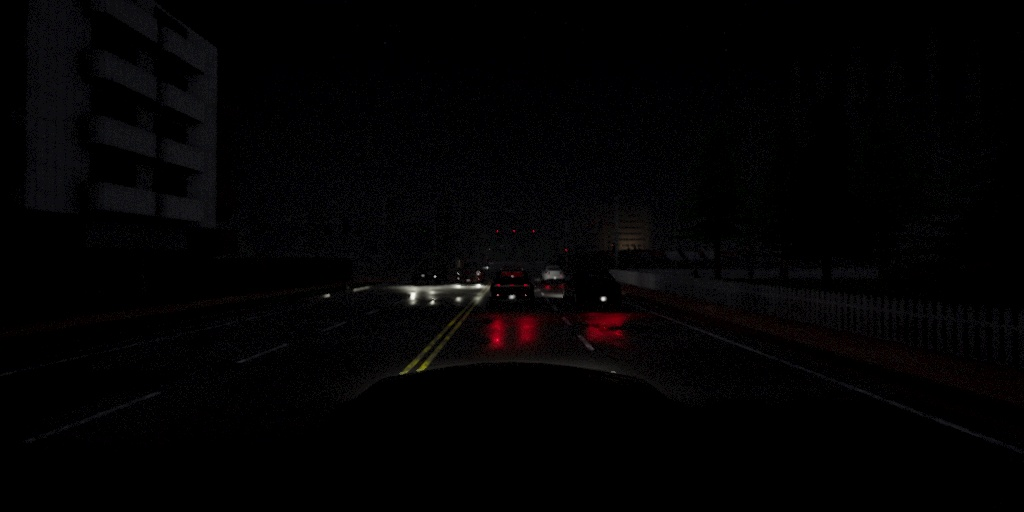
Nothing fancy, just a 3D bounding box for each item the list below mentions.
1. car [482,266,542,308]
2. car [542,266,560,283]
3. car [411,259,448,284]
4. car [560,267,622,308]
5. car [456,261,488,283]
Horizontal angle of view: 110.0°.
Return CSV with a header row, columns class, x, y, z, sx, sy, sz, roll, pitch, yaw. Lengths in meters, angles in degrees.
class,x,y,z,sx,sy,sz,roll,pitch,yaw
car,0.006,1.378,16.159,2.128,1.511,4.902,0,0,0
car,3.571,1.553,31.220,1.812,1.442,4.674,0,0,3
car,-6.997,1.231,30.936,2.150,2.045,5.566,0,-1,0
car,3.506,1.393,16.151,1.837,1.490,4.892,0,0,0
car,-3.499,1.374,30.896,2.097,1.767,4.553,0,0,0
